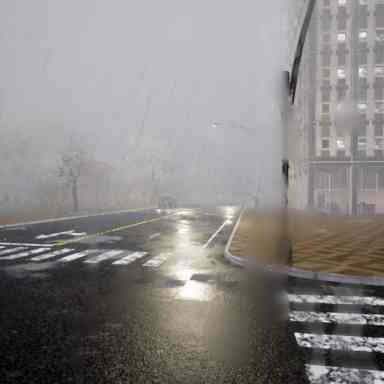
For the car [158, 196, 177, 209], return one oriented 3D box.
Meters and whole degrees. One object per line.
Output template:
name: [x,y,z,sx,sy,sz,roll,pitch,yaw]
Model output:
car: [-3.994,1.680,55.013,2.150,2.045,5.566,1,-1,10]
